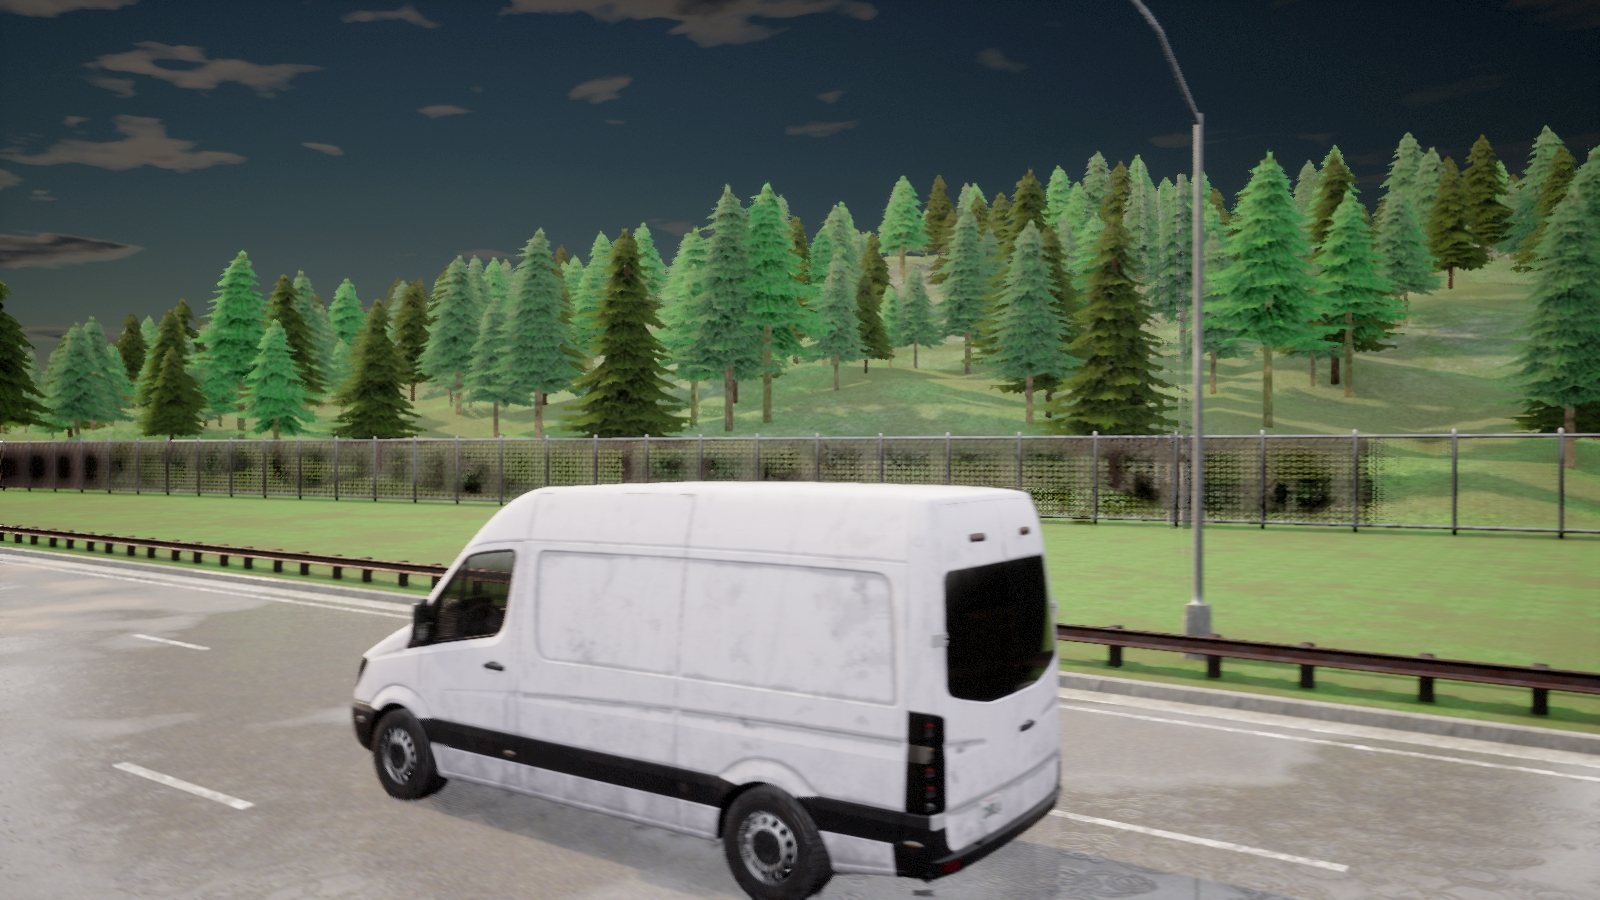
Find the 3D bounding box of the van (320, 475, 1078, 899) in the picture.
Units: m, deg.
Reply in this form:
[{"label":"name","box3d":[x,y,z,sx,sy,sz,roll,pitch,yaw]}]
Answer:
[{"label":"van","box3d":[-1.069,1.528,8.797,5.915,2.561,1.988,0,0,35]}]
